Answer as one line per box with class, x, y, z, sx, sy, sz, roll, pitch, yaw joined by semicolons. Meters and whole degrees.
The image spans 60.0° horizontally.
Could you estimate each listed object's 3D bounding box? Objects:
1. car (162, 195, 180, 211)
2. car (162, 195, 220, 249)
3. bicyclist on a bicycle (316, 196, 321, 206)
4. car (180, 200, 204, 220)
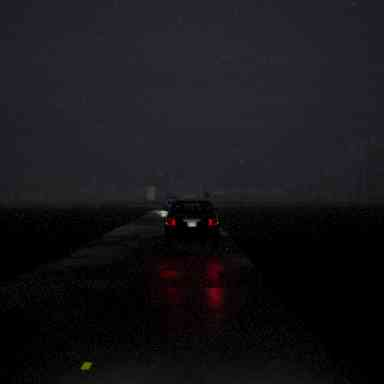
car;-2.750;1.385;44.629;2.150;2.045;5.566;0;0;0
car;0.000;1.267;14.684;2.150;2.045;5.566;0;0;0
bicyclist on a bicycle;19.949;1.417;52.569;0.582;1.620;1.656;0;0;0
car;0.000;1.516;29.656;1.882;1.535;5.008;0;0;0
